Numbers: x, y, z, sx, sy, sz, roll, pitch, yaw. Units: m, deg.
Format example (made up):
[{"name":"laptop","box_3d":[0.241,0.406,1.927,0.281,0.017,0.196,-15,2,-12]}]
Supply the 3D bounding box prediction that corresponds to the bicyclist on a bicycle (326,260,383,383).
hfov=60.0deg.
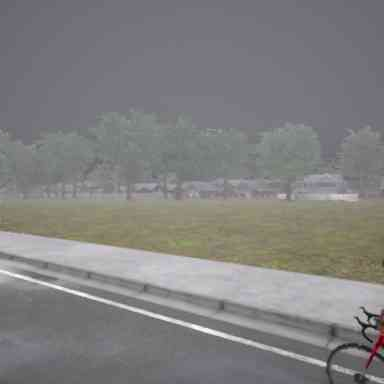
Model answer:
[{"name":"bicyclist on a bicycle","box_3d":[2.126,1.453,3.143,1.656,1.620,0.582,0,0,36]}]
